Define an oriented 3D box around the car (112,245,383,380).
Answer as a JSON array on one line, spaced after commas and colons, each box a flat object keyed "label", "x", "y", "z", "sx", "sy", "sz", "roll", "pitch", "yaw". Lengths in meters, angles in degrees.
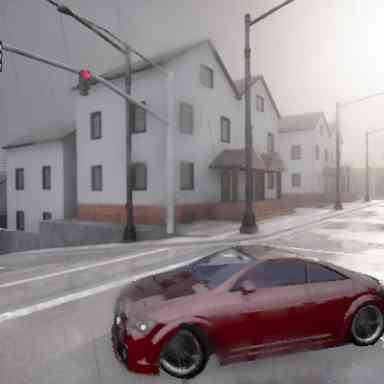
[{"label": "car", "x": 0.889, "y": 1.590, "z": 5.219, "sx": 4.181, "sy": 1.385, "sz": 1.994, "roll": -1, "pitch": 1, "yaw": -16}]
